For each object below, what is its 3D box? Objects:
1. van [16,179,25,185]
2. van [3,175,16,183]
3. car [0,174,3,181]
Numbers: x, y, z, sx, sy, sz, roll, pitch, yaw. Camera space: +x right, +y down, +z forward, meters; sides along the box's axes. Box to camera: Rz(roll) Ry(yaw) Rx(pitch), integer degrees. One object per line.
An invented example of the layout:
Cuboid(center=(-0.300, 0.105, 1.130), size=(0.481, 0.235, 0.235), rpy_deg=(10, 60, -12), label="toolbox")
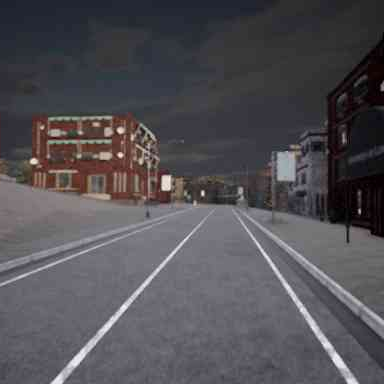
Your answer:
Cuboid(center=(-32.054, -1.456, 59.566), size=(1.878, 1.987, 4.442), rpy_deg=(1, -4, -11), label="van")
Cuboid(center=(-30.978, -1.807, 54.145), size=(1.878, 1.987, 4.442), rpy_deg=(1, -4, -10), label="van")
Cuboid(center=(-30.017, -1.880, 48.549), size=(2.002, 1.452, 4.674), rpy_deg=(1, -3, -9), label="car")
